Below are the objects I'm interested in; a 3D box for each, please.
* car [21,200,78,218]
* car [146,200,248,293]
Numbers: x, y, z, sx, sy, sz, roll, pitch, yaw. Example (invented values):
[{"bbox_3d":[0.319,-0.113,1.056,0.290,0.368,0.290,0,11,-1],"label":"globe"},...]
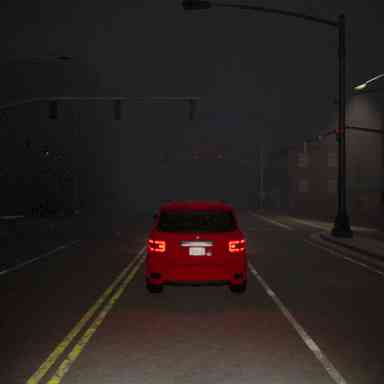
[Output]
[{"bbox_3d":[-12.807,1.506,29.969,4.892,1.490,1.837,0,0,1],"label":"car"},{"bbox_3d":[0.095,1.221,9.015,2.150,2.045,5.566,0,0,0],"label":"car"}]
